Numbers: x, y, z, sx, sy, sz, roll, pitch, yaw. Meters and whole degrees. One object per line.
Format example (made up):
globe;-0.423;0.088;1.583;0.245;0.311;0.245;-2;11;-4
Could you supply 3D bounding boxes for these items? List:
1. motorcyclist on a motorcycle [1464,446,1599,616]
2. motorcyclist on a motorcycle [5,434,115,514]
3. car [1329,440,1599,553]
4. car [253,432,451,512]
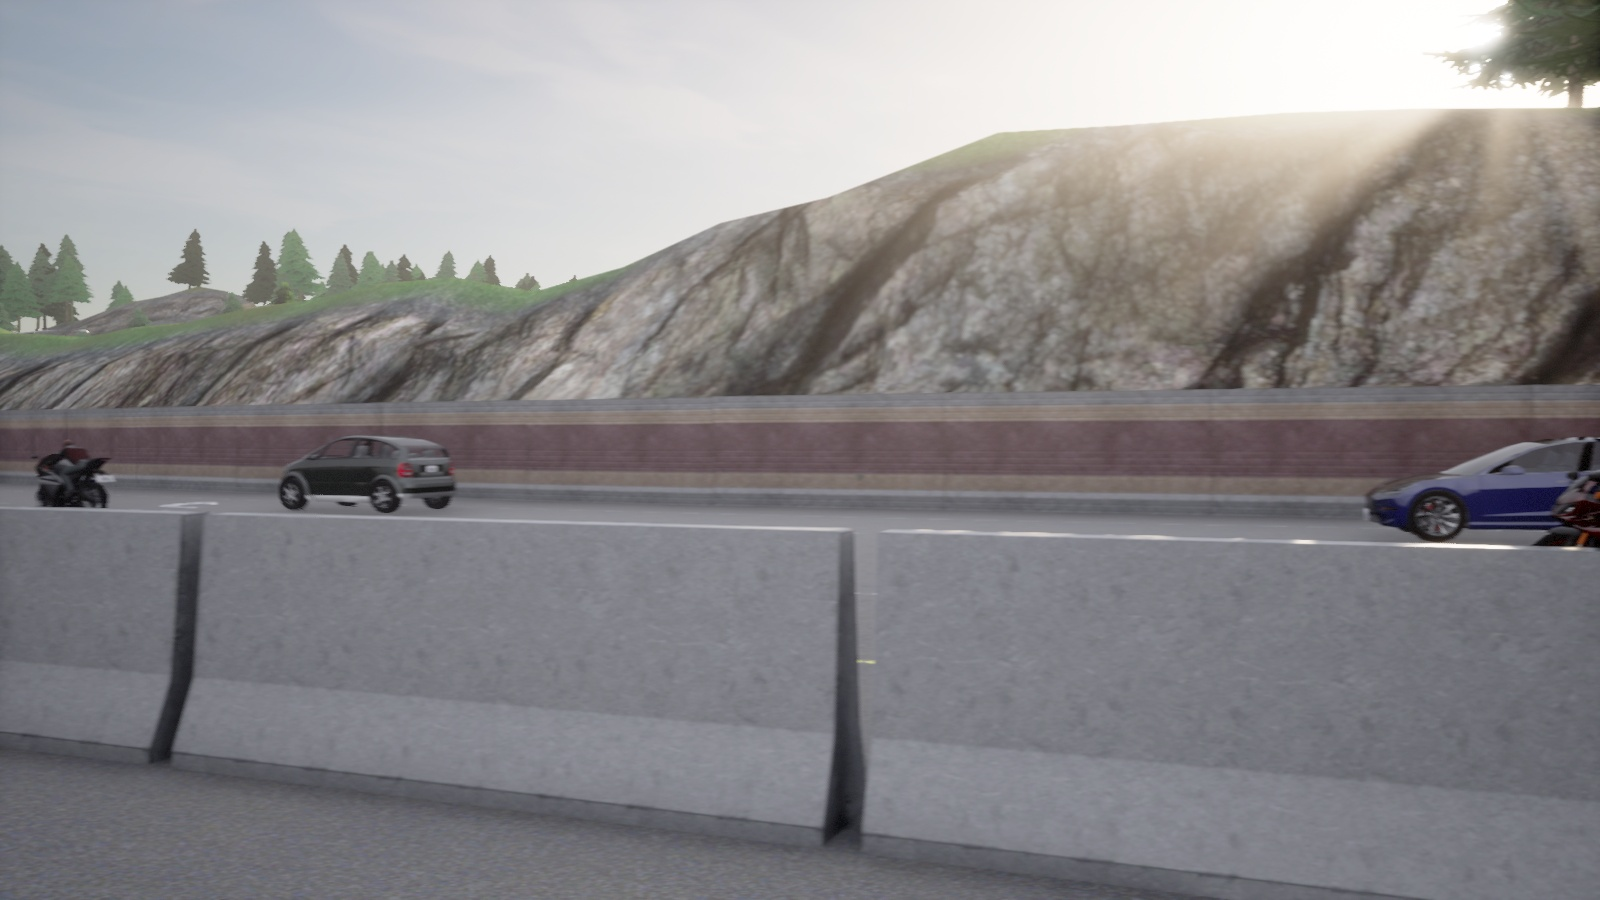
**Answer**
motorcyclist on a motorcycle;7.512;0.737;11.727;2.191;1.530;0.866;0;0;18
motorcyclist on a motorcycle;-14.702;0.454;24.925;2.191;1.530;0.866;1;1;28
car;10.392;0.626;18.213;4.792;1.488;2.163;1;1;17
car;-9.311;0.404;26.107;3.705;1.549;1.789;1;1;26
